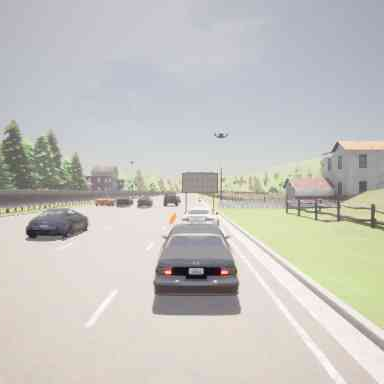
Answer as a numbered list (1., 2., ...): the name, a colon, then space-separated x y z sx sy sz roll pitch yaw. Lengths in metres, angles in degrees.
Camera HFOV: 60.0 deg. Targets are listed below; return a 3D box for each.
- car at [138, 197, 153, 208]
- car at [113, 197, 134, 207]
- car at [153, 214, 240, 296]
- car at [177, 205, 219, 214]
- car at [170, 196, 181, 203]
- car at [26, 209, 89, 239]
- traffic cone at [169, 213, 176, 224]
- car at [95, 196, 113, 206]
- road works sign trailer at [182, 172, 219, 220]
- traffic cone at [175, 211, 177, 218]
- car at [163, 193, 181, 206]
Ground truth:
1. car: -6.849 1.505 49.201 1.837 1.490 4.892 0 0 0
2. car: -10.346 1.478 51.841 1.882 1.535 5.008 0 -1 0
3. car: 0.107 1.547 8.806 2.033 1.411 5.357 0 0 1
4. car: 0.486 1.539 18.443 1.812 1.442 4.674 0 -1 6
5. car: -3.329 1.564 68.557 1.994 1.385 4.181 0 0 0
6. car: -6.882 1.563 17.484 1.994 1.385 4.181 0 0 0
7. traffic cone: -1.463 1.955 23.162 0.340 0.580 0.340 0 0 0
8. car: -13.846 1.352 53.113 2.097 1.767 4.553 0 0 0
9. road works sign trailer: 0.510 0.464 22.057 2.380 3.560 2.880 0 0 -3
10. traffic cone: -1.461 1.955 25.162 0.340 0.580 0.340 0 0 0
11. car: -3.345 1.221 53.342 2.150 2.045 5.566 0 0 0
